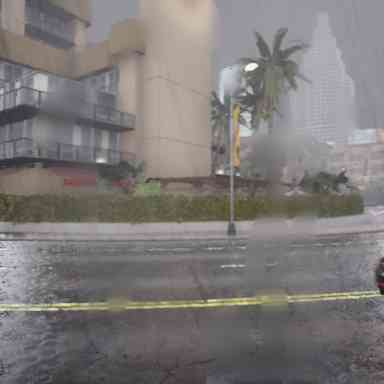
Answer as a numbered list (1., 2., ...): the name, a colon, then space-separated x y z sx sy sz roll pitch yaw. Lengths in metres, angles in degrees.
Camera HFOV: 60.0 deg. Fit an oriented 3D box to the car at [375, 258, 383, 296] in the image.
1. car: 6.041 1.582 6.475 4.892 1.490 1.837 0 0 -13
